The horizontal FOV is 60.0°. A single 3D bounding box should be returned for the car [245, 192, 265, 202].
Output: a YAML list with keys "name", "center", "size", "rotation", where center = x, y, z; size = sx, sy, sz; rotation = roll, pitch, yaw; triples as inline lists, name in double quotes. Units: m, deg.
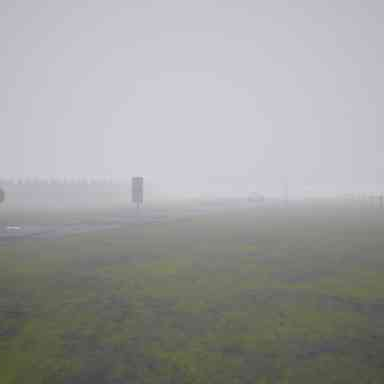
- name: "car"
  center: [10.244, 0.759, 54.078]
  size: [2.097, 1.767, 4.553]
  rotation: [0, 1, 31]
